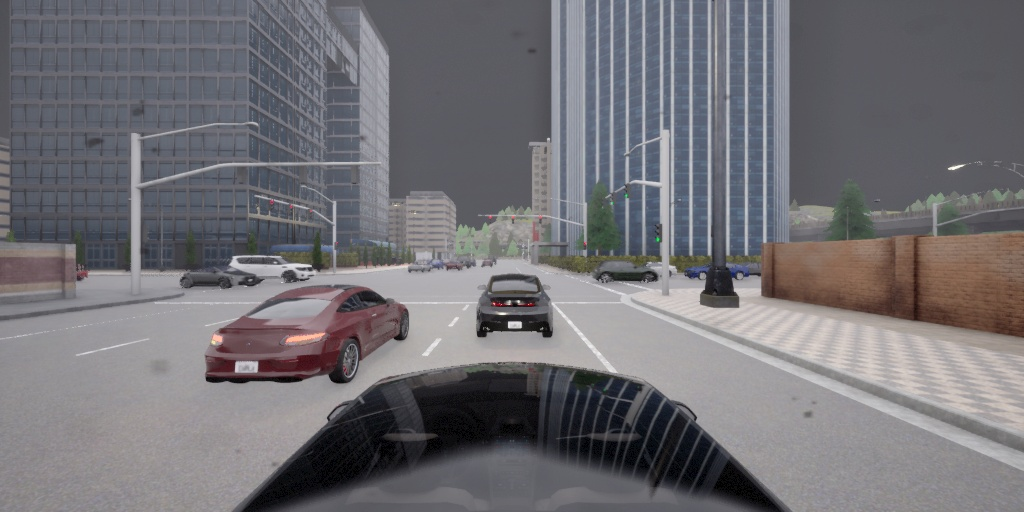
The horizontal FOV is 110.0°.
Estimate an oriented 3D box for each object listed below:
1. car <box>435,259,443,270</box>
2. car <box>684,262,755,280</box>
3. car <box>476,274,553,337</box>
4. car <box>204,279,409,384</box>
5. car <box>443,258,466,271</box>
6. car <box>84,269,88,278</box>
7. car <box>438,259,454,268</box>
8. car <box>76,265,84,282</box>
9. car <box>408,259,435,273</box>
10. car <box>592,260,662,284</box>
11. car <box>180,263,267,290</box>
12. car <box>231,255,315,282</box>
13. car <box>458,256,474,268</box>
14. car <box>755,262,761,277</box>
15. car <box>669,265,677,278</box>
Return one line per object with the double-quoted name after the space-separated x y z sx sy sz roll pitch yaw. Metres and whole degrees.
-11.473 1.227 53.826 1.882 1.535 5.008 0 0 -1 "car"
17.209 1.228 30.269 5.008 1.535 1.882 0 0 -1 "car"
0.064 1.255 10.224 1.837 1.490 4.892 0 0 0 "car"
-3.438 1.276 6.958 1.812 1.442 4.674 0 0 0 "car"
-7.912 1.351 49.641 1.895 1.301 4.718 0 0 -1 "car"
-34.586 0.971 26.093 5.566 2.045 2.150 0 0 -1 "car"
-11.596 1.227 63.457 1.882 1.535 5.008 0 0 0 "car"
-31.248 0.970 22.624 5.566 2.045 2.150 0 0 -1 "car"
-11.395 1.351 44.434 1.895 1.301 4.718 0 0 1 "car"
8.318 1.102 26.488 4.553 1.767 2.097 0 0 -1 "car"
-18.095 1.314 22.325 4.181 1.385 1.994 0 0 7 "car"
-17.779 0.972 26.567 5.566 2.045 2.150 0 0 -6 "car"
-8.050 0.971 59.435 2.150 2.045 5.566 0 0 -1 "car"
22.614 1.297 33.817 5.357 1.411 2.033 0 0 -1 "car"
13.027 1.276 33.713 4.674 1.442 1.812 0 0 1 "car"
